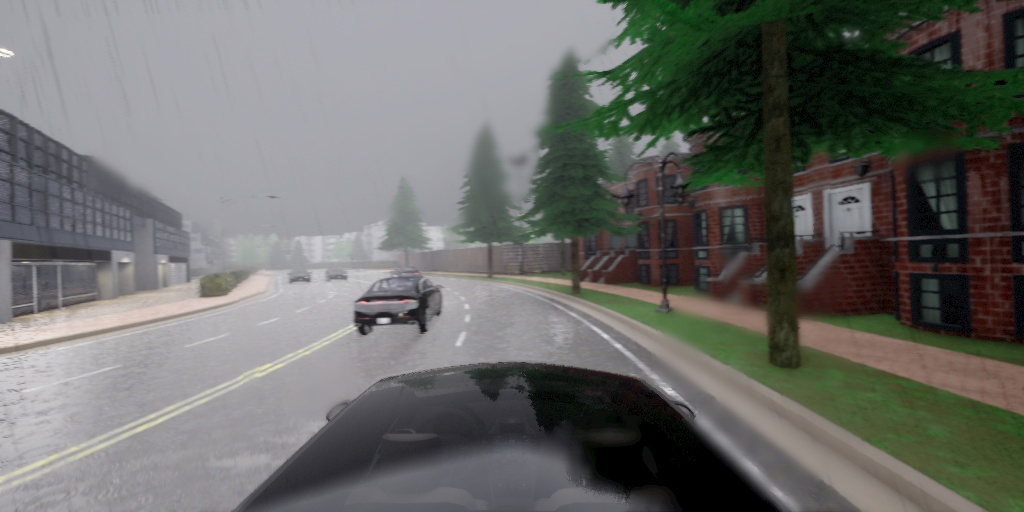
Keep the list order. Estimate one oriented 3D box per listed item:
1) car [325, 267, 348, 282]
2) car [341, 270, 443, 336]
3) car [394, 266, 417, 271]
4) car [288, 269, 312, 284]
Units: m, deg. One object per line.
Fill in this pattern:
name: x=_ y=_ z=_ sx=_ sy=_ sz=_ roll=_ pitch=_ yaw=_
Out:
car: x=-19.498 y=2.005 z=39.741 sx=1.837 sy=1.490 sz=4.892 roll=-2 pitch=0 yaw=-33
car: x=-3.313 y=1.375 z=11.160 sx=2.128 sy=1.511 sz=4.902 roll=-2 pitch=0 yaw=-4
car: x=-8.719 y=1.597 z=29.202 sx=2.128 sy=1.511 sz=4.902 roll=-2 pitch=0 yaw=-28
car: x=-22.249 y=2.095 z=37.552 sx=1.837 sy=1.490 sz=4.892 roll=-2 pitch=0 yaw=-33
